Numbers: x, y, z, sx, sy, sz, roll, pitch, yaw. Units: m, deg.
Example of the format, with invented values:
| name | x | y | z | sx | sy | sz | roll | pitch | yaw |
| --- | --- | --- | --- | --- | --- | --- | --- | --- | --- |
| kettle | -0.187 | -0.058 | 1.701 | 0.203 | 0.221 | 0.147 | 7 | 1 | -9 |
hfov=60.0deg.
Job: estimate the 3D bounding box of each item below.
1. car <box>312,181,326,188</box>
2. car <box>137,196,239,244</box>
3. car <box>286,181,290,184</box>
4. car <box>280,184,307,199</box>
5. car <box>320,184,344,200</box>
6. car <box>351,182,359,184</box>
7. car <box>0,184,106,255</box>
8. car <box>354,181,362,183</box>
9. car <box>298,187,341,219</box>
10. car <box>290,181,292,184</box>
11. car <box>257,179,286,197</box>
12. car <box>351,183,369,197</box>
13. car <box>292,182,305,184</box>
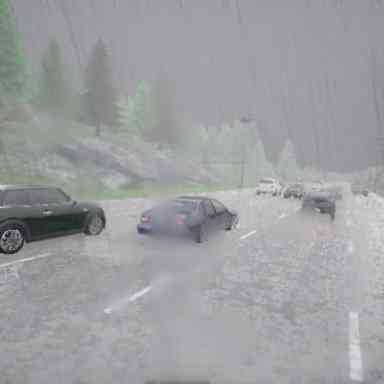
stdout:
| name | x | y | z | sx | sy | sz | roll | pitch | yaw |
| --- | --- | --- | --- | --- | --- | --- | --- | --- | --- |
| car | 24.805 | -1.214 | 65.127 | 2.150 | 2.045 | 5.566 | 4 | 3 | 25 |
| car | 0.147 | 0.862 | 12.124 | 2.033 | 1.411 | 5.357 | 4 | 3 | 25 |
| car | 17.399 | -1.305 | 65.821 | 2.128 | 1.511 | 4.902 | 4 | 3 | 25 |
| car | 11.169 | 0.138 | 35.744 | 1.895 | 1.301 | 4.718 | 4 | 3 | 25 |
| car | 16.679 | 0.163 | 39.284 | 1.994 | 1.385 | 4.181 | 4 | 3 | 25 |
| car | 30.190 | -0.451 | 60.185 | 1.837 | 1.490 | 4.892 | 4 | 3 | 25 |
| car | -4.658 | 0.556 | 10.062 | 2.097 | 1.767 | 4.553 | 4 | 3 | 25 |
| car | 34.497 | -1.158 | 69.348 | 2.150 | 2.045 | 5.566 | 4 | 3 | 25 |
| car | 8.037 | 0.713 | 20.761 | 1.837 | 1.490 | 4.892 | 4 | 3 | 25 |
| car | 21.813 | -1.768 | 75.250 | 2.128 | 1.511 | 4.902 | 4 | 3 | 25 |
| car | 9.420 | -0.568 | 40.195 | 2.150 | 2.045 | 5.566 | 4 | 3 | 25 |
| car | 25.777 | -0.112 | 50.739 | 2.128 | 1.511 | 4.902 | 4 | 3 | 25 |
| car | 22.318 | -1.234 | 68.095 | 1.882 | 1.535 | 5.008 | 4 | 3 | 25 |
